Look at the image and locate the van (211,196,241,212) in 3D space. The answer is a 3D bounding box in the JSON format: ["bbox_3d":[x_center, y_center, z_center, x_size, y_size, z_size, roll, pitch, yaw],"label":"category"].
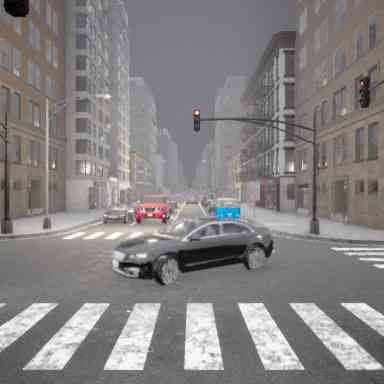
[{"bbox_3d":[2.607,1.340,24.928,1.690,1.788,3.998,0,0,0],"label":"van"}]

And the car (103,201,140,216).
[{"bbox_3d":[-5.418,1.549,24.910,2.008,1.369,4.403,0,0,0],"label":"car"}]

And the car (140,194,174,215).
[{"bbox_3d":[-2.878,1.220,25.592,2.150,2.045,5.566,0,0,0],"label":"car"}]

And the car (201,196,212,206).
[{"bbox_3d":[2.581,1.576,47.653,1.802,1.307,4.206,0,0,0],"label":"car"}]

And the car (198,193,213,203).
[{"bbox_3d":[2.574,1.305,53.335,2.192,1.841,5.009,0,0,0],"label":"car"}]

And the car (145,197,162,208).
[{"bbox_3d":[-5.444,1.519,47.468,1.752,1.417,4.829,0,0,0],"label":"car"}]

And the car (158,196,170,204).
[{"bbox_3d":[-5.464,1.547,64.683,1.947,1.339,4.313,0,0,0],"label":"car"}]

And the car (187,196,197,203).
[{"bbox_3d":[0.016,1.579,68.732,1.895,1.301,4.718,0,0,0],"label":"car"}]

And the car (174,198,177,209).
[{"bbox_3d":[-2.894,1.599,35.409,1.895,1.301,4.718,0,0,0],"label":"car"}]

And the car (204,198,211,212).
[{"bbox_3d":[2.594,1.580,36.290,1.802,1.307,4.206,0,0,0],"label":"car"}]

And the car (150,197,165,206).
[{"bbox_3d":[-5.451,1.556,53.320,1.947,1.339,4.313,0,0,0],"label":"car"}]

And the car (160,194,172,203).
[{"bbox_3d":[-5.471,1.292,70.365,2.192,1.841,5.009,0,0,0],"label":"car"}]

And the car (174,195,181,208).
[{"bbox_3d":[-2.889,1.500,45.469,1.837,1.490,4.892,0,0,0],"label":"car"}]

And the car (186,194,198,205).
[{"bbox_3d":[0.026,1.550,58.785,1.994,1.385,4.181,0,0,0],"label":"car"}]

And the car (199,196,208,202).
[{"bbox_3d":[2.547,1.524,76.060,2.008,1.369,4.403,0,0,0],"label":"car"}]

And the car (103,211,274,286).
[{"bbox_3d":[0.174,1.499,9.492,4.902,1.511,2.128,0,-1,-33],"label":"car"}]

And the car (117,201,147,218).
[{"bbox_3d":[-5.425,1.543,30.592,1.887,1.381,4.507,0,0,0],"label":"car"}]
